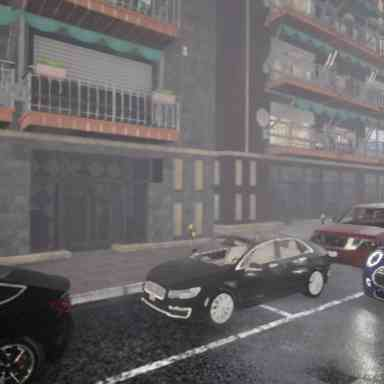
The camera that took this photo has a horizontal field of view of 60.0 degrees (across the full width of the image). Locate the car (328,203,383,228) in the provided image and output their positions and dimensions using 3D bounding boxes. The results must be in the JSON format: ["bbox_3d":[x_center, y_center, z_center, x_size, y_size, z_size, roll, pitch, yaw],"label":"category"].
[{"bbox_3d":[5.731,1.283,10.171,5.009,1.841,2.192,0,1,-35],"label":"car"}]

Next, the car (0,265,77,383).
[{"bbox_3d":[-3.504,1.569,3.588,4.313,1.339,1.947,0,1,-35],"label":"car"}]

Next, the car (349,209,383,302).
[{"bbox_3d":[5.637,1.325,7.090,4.553,1.767,2.097,0,0,-35],"label":"car"}]

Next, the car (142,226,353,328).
[{"bbox_3d":[1.113,1.536,6.881,4.403,1.369,2.008,0,1,-35],"label":"car"}]
